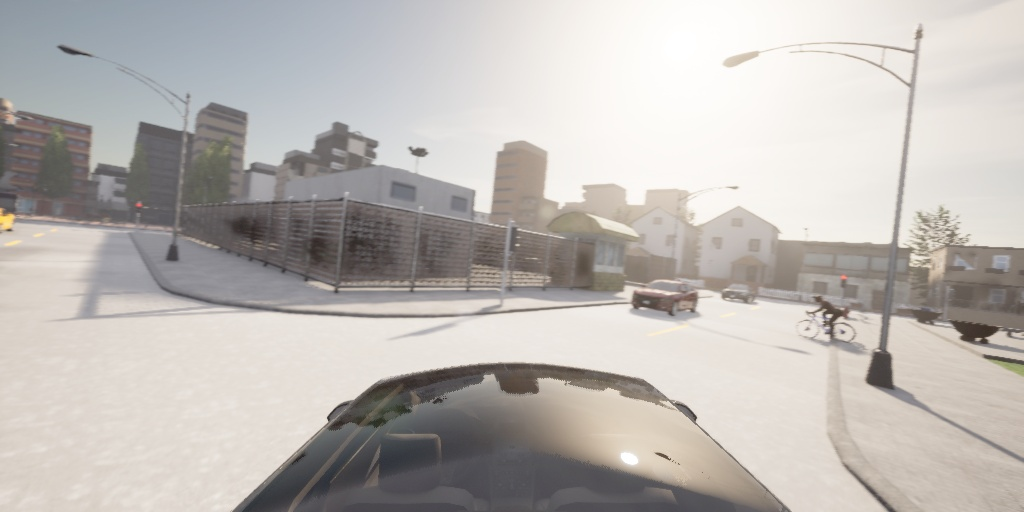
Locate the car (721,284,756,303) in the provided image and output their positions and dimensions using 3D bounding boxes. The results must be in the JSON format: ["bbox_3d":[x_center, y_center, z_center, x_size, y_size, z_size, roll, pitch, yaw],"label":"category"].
[{"bbox_3d":[19.323,3.125,30.525,1.812,1.442,4.674,6,0,42],"label":"car"}]

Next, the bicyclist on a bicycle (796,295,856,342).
[{"bbox_3d":[11.401,2.266,13.090,1.656,1.620,0.582,-2,-5,42],"label":"bicyclist on a bicycle"}]

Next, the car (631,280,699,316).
[{"bbox_3d":[7.592,1.919,17.558,1.882,1.535,5.008,6,1,42],"label":"car"}]

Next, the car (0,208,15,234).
[{"bbox_3d":[-30.829,-2.204,20.853,5.008,1.535,1.882,8,1,42],"label":"car"}]
